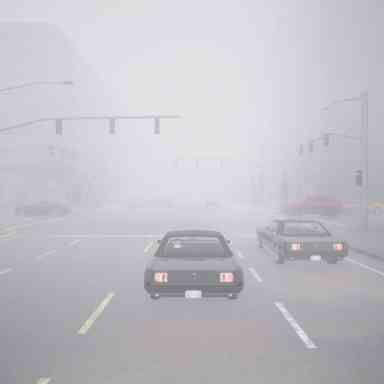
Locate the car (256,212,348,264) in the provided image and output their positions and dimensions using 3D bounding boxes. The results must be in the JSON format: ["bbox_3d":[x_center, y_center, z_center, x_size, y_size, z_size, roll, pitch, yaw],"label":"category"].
[{"bbox_3d":[3.551,1.601,11.754,1.895,1.301,4.718,0,0,0],"label":"car"}]

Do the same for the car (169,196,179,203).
[{"bbox_3d":[-3.770,1.552,70.064,1.994,1.385,4.181,0,0,1],"label":"car"}]

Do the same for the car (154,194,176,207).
[{"bbox_3d":[-4.006,1.492,50.457,2.128,1.511,4.902,0,0,0],"label":"car"}]

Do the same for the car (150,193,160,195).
[{"bbox_3d":[-7.361,1.218,64.849,2.150,2.045,5.566,0,0,1],"label":"car"}]

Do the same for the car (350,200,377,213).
[{"bbox_3d":[17.215,1.533,34.366,5.008,1.535,1.882,0,0,0],"label":"car"}]

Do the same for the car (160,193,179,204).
[{"bbox_3d":[-3.935,1.221,60.152,2.150,2.045,5.566,0,0,1],"label":"car"}]

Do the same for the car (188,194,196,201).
[{"bbox_3d":[-0.092,1.355,87.354,2.097,1.767,4.553,0,0,1],"label":"car"}]

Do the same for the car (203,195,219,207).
[{"bbox_3d":[3.045,1.601,50.880,1.895,1.301,4.718,0,0,2],"label":"car"}]

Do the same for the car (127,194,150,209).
[{"bbox_3d":[-7.550,1.352,45.769,2.097,1.767,4.553,0,0,1],"label":"car"}]

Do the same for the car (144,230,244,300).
[{"bbox_3d":[0.044,1.601,8.369,1.895,1.301,4.718,0,0,0],"label":"car"}]

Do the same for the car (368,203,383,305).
[{"bbox_3d":[3.594,1.221,2.002,2.150,2.045,5.566,0,0,0],"label":"car"}]

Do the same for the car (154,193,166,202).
[{"bbox_3d":[-7.208,1.220,76.119,2.150,2.045,5.566,0,0,1],"label":"car"}]

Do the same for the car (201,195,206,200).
[{"bbox_3d":[3.409,1.553,87.482,1.994,1.385,4.181,0,0,1],"label":"car"}]

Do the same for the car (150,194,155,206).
[{"bbox_3d":[-7.498,1.526,54.517,1.812,1.442,4.674,0,0,1],"label":"car"}]

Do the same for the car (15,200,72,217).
[{"bbox_3d":[-13.780,1.528,30.903,5.008,1.535,1.882,0,0,0],"label":"car"}]

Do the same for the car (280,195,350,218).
[{"bbox_3d":[10.978,1.277,30.522,5.566,2.045,2.150,0,0,-5],"label":"car"}]
